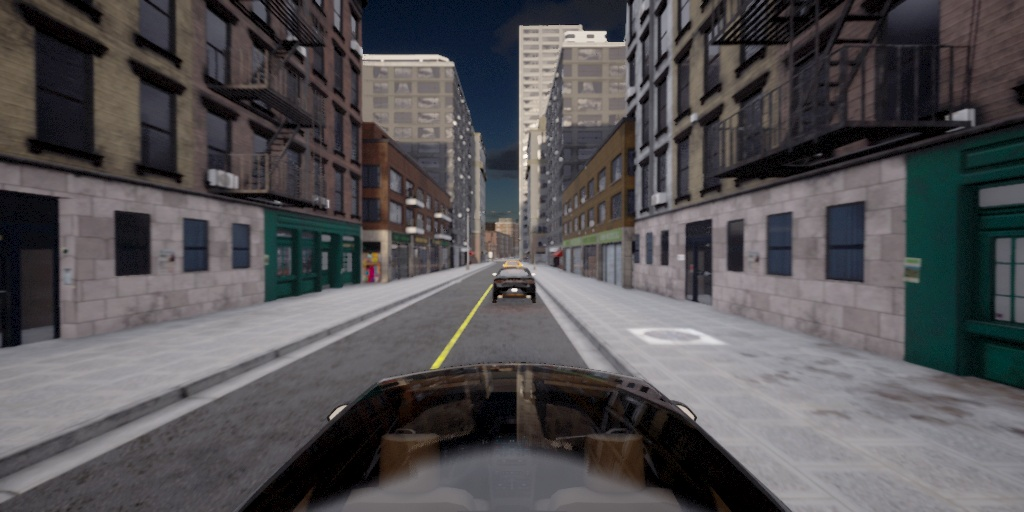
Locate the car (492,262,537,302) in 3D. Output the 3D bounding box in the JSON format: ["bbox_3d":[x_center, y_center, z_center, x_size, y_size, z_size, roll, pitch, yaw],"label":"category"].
[{"bbox_3d":[0.097,1.221,16.905,1.882,1.535,5.008,0,0,0],"label":"car"}]
